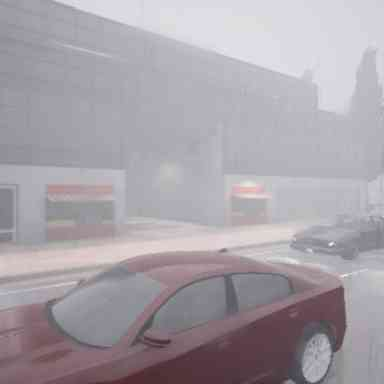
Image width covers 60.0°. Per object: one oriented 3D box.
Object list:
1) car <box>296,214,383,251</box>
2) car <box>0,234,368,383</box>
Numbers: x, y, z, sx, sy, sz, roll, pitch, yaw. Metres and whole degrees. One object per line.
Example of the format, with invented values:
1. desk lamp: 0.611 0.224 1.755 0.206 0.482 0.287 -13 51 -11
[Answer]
1. car: 6.060 1.539 12.508 5.357 1.411 2.033 0 0 -35
2. car: -0.270 1.476 3.760 5.008 1.535 1.882 0 0 -35
